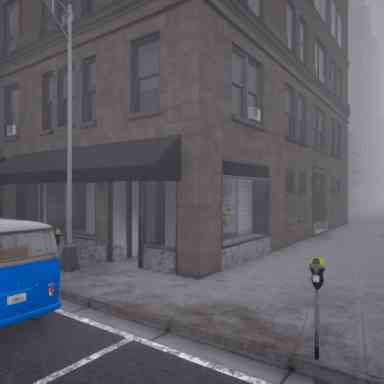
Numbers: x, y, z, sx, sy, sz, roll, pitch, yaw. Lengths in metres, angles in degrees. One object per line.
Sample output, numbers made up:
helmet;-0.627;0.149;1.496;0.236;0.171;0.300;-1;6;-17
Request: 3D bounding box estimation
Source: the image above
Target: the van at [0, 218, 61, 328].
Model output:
van;-4.088;1.340;5.994;3.998;1.788;1.690;0;0;35
